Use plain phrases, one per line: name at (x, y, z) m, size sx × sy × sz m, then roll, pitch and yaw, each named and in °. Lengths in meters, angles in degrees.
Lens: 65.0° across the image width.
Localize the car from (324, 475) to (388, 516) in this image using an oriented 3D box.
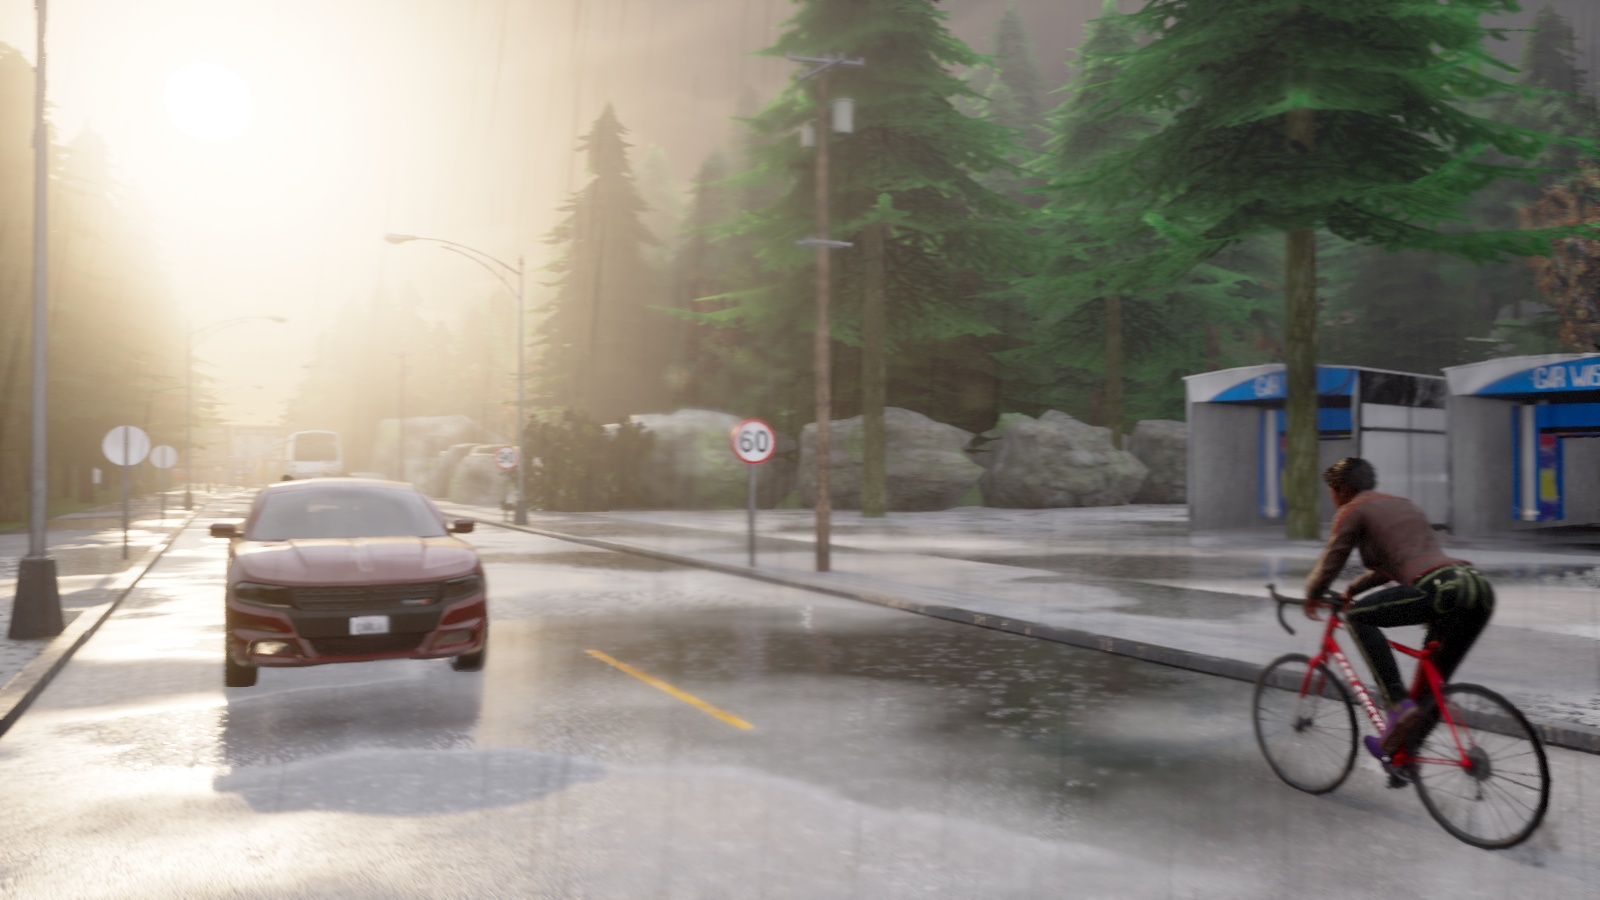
car at (-17.856, 1.788, 50.336) m, size 2.007 × 1.525 × 4.514 m, roll 0°, pitch -1°, yaw -25°

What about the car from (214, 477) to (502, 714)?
car at (-4.066, 1.017, 10.955) m, size 1.882 × 1.535 × 5.008 m, roll 0°, pitch -1°, yaw -25°

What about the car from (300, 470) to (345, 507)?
car at (-25.394, 2.011, 66.703) m, size 1.932 × 1.855 × 4.605 m, roll 0°, pitch 0°, yaw -25°

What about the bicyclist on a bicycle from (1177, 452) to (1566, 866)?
bicyclist on a bicycle at (2.544, 0.841, 5.819) m, size 0.582 × 1.620 × 1.656 m, roll -1°, pitch -1°, yaw -22°

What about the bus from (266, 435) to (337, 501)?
bus at (-34.156, 1.223, 85.717) m, size 3.944 × 4.253 × 10.273 m, roll 0°, pitch -1°, yaw -25°
